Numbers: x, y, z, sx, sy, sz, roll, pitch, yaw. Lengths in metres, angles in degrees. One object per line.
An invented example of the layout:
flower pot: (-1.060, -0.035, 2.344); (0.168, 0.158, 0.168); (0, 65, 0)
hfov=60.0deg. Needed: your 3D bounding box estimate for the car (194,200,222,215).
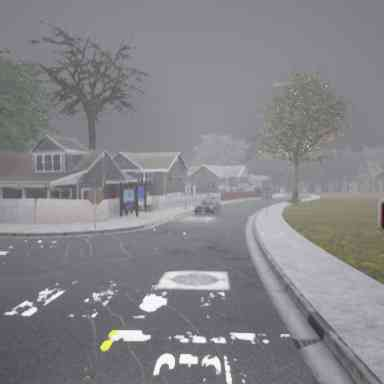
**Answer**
car: (1.548, 1.424, 31.608); (1.895, 1.301, 4.718); (1, 1, 15)
